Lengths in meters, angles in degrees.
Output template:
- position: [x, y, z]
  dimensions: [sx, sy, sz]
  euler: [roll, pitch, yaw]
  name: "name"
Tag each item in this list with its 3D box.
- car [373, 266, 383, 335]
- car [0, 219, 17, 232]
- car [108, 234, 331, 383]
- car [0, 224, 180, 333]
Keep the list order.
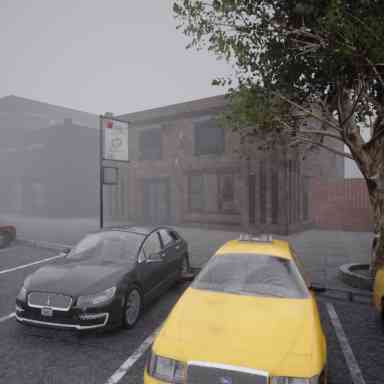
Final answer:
- position: [3.405, 1.480, 3.442]
  dimensions: [1.946, 1.575, 5.366]
  euler: [1, -1, 16]
  name: "car"
- position: [-8.741, 1.528, 12.359]
  dimensions: [2.002, 1.452, 4.674]
  euler: [1, -1, 16]
  name: "car"
- position: [0.962, 1.480, 5.186]
  dimensions: [1.946, 1.575, 5.366]
  euler: [1, -1, 16]
  name: "car"
- position: [-1.424, 1.487, 7.117]
  dimensions: [2.231, 1.521, 4.892]
  euler: [1, -1, 16]
  name: "car"
